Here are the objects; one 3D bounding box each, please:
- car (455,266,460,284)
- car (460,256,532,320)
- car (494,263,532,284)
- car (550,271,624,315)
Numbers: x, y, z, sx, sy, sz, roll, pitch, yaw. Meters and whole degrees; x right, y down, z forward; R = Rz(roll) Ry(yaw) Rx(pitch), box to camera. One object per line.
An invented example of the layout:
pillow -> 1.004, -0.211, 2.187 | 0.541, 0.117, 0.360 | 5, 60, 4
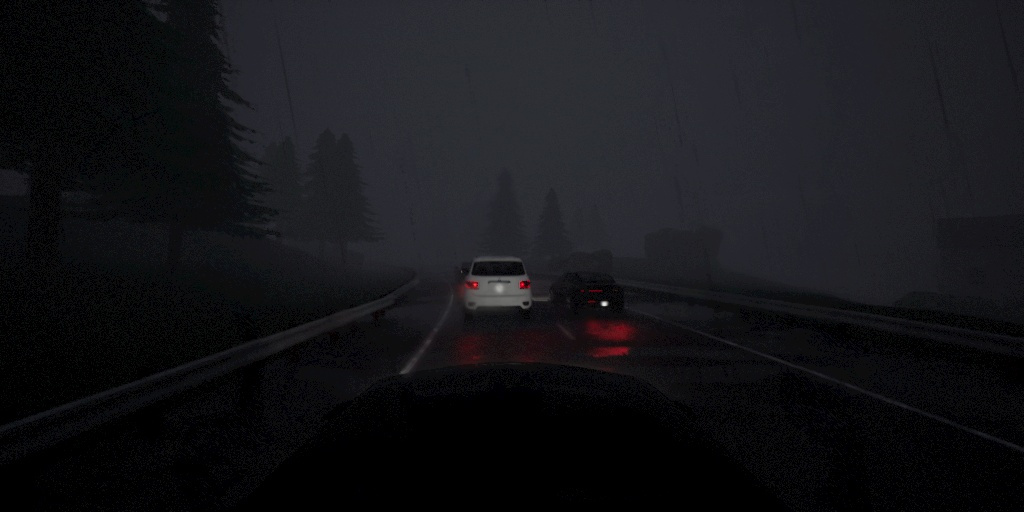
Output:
car -> -3.519, 1.254, 29.420 | 2.097, 1.767, 4.553 | 0, 0, -13
car -> -0.642, 1.031, 13.181 | 2.150, 2.045, 5.566 | 0, 0, -6
car -> -0.039, 1.384, 29.953 | 2.128, 1.511, 4.902 | 0, 0, -13
car -> 2.747, 1.307, 14.019 | 1.837, 1.490, 4.892 | 0, 0, -6
